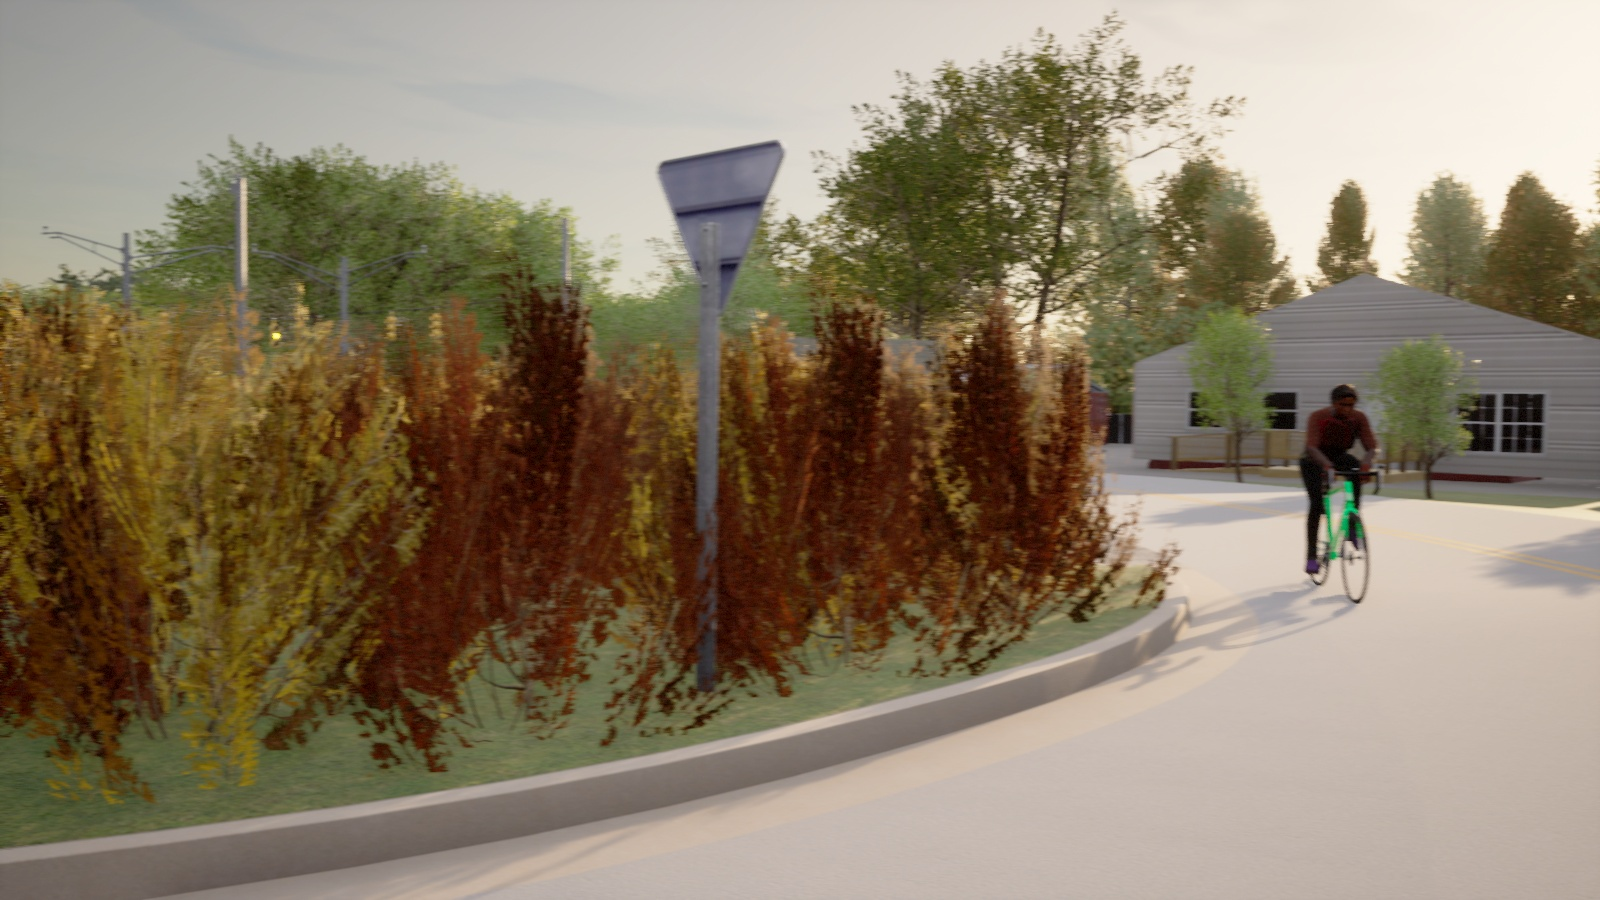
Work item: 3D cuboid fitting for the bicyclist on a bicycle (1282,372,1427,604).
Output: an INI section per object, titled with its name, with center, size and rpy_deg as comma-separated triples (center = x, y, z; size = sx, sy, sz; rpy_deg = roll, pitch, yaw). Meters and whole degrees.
[bicyclist on a bicycle]
center = 4.202, 0.246, 9.626
size = 0.582, 1.620, 1.656
rpy_deg = 0, 2, 8
